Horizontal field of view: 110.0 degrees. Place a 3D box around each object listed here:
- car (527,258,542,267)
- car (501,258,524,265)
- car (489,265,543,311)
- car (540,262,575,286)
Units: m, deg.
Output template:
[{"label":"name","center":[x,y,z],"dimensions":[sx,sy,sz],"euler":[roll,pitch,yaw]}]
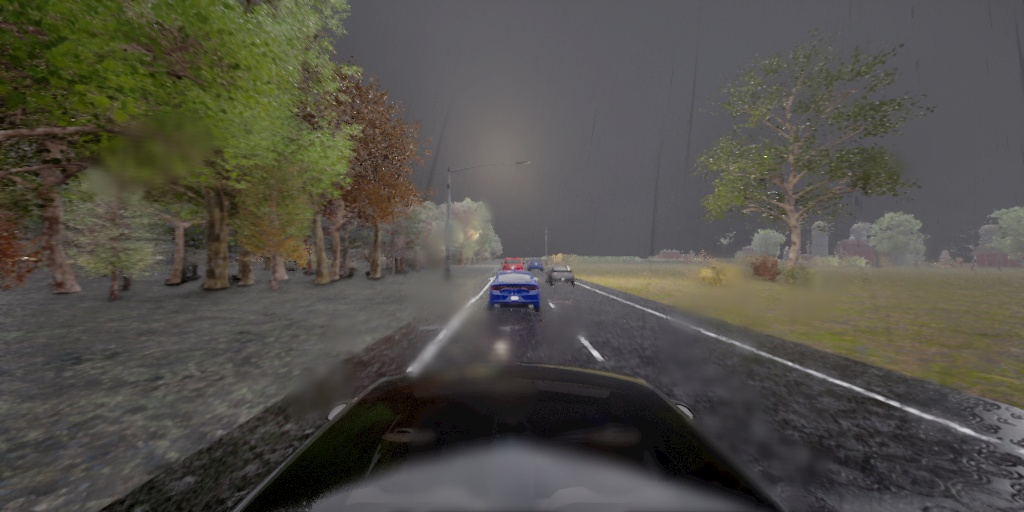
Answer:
[{"label":"car","center":[3.564,1.361,55.377],"dimensions":[2.150,2.045,5.566],"euler":[0,0,0]},{"label":"car","center":[0.077,1.230,36.573],"dimensions":[2.150,2.045,5.566],"euler":[0,0,0]},{"label":"car","center":[0.091,1.330,15.005],"dimensions":[1.882,1.535,5.008],"euler":[0,0,0]},{"label":"car","center":[3.581,1.437,27.510],"dimensions":[2.128,1.511,4.902],"euler":[0,0,0]}]
